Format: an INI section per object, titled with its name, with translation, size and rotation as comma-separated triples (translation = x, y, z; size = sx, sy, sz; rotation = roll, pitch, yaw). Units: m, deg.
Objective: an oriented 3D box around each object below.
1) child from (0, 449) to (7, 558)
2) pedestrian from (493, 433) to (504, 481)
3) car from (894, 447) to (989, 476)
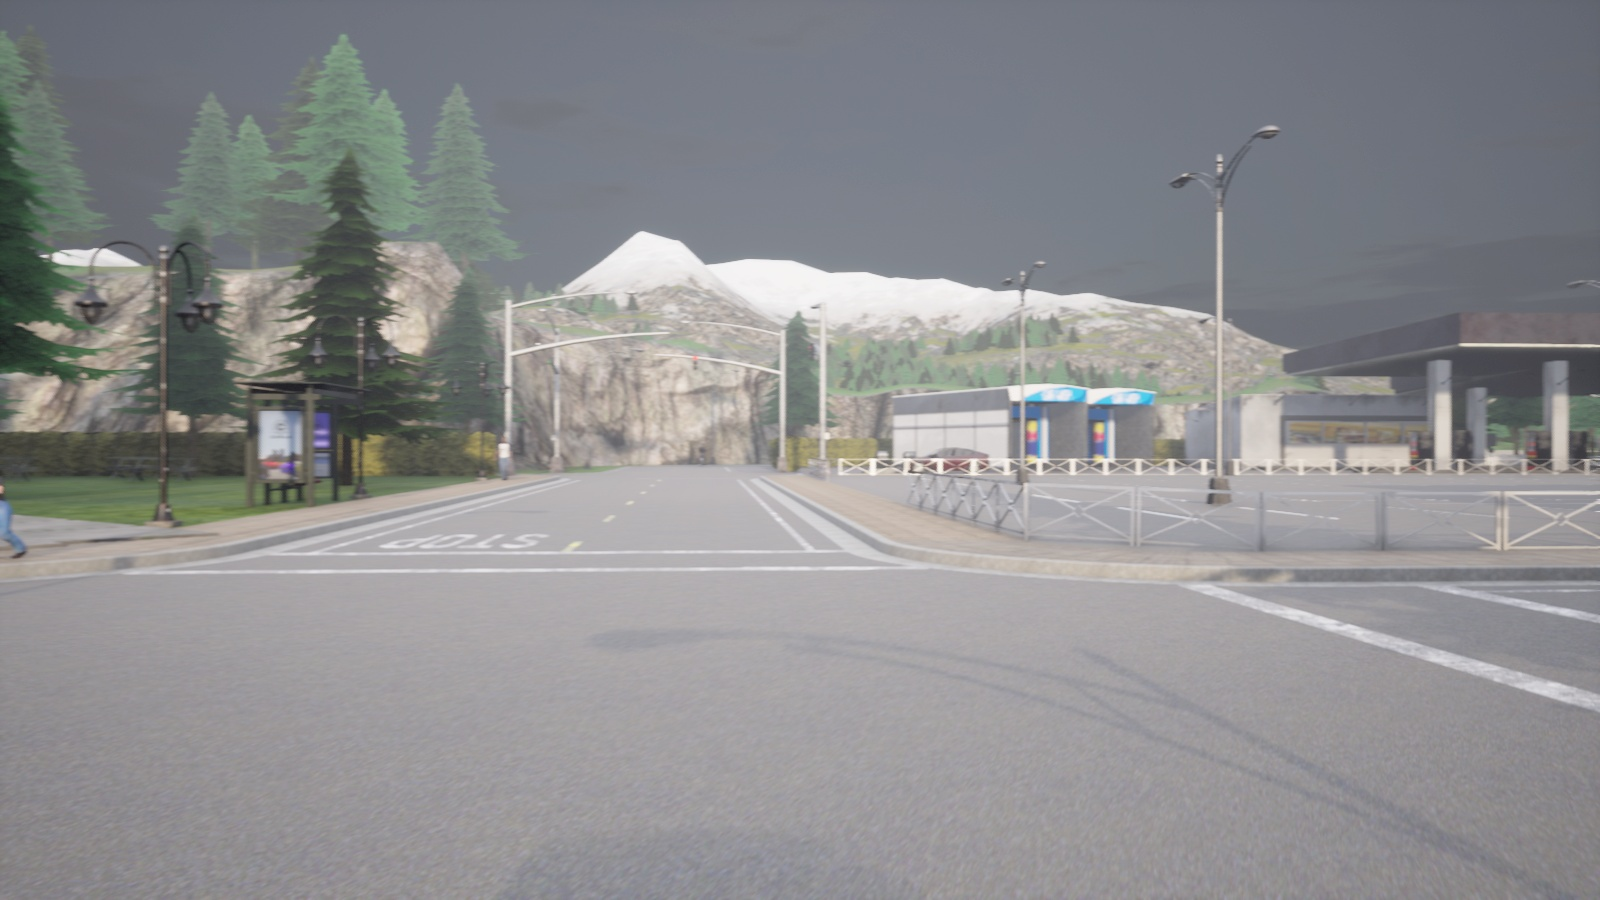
[child]
translation = -9.470, 0.619, 14.531
size = 0.270, 1.263, 0.437
rotation = 0, 0, 15
[pedestrian]
translation = -11.693, 0.255, 48.680
size = 0.354, 1.836, 0.706
rotation = 0, 0, -7
[car]
translation = 7.607, 0.613, 67.752
size = 4.792, 1.488, 2.163
rotation = 0, 0, -4
